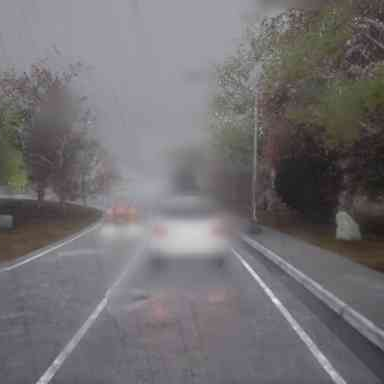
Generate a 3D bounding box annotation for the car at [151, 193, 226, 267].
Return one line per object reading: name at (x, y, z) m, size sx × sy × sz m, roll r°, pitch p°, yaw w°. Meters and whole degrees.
car at (-0.155, 1.200, 11.544) m, size 2.150 × 2.045 × 5.566 m, roll 0°, pitch 0°, yaw -2°

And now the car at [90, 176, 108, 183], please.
car at (-24.896, -3.488, 90.817) m, size 5.566 × 2.045 × 2.150 m, roll 0°, pitch 5°, yaw 1°

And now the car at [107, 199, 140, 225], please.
car at (-4.866, 1.309, 24.015) m, size 2.097 × 1.767 × 4.553 m, roll -1°, pitch 1°, yaw -7°

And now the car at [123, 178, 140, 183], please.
car at (-16.859, -3.290, 92.235) m, size 4.718 × 1.301 × 1.895 m, roll 2°, pitch 5°, yaw 24°

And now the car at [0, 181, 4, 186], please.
car at (-43.475, -2.042, 75.585) m, size 2.128 × 1.511 × 4.902 m, roll 1°, pitch 5°, yaw 9°

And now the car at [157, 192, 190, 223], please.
car at (-1.611, 1.104, 26.675) m, size 2.150 × 2.045 × 5.566 m, roll -1°, pitch 2°, yaw -8°
